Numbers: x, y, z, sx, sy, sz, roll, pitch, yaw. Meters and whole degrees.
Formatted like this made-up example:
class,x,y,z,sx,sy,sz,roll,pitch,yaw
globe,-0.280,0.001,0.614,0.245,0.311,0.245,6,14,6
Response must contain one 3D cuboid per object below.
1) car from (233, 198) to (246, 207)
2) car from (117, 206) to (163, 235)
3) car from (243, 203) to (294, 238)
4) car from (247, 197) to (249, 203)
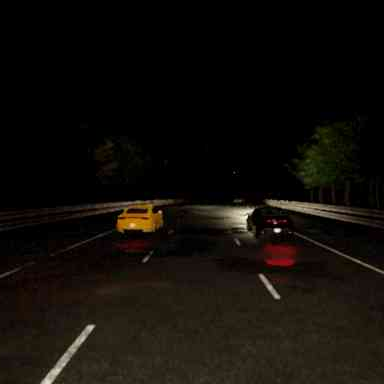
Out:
class,x,y,z,sx,sy,sz,roll,pitch,yaw
car,8.819,2.099,63.902,1.895,1.301,4.718,0,-1,9
car,-2.858,1.526,19.149,1.882,1.535,5.008,0,0,3
car,4.093,1.549,17.961,1.837,1.490,4.892,0,0,3
car,12.875,2.368,85.019,1.882,1.535,5.008,0,-1,12
